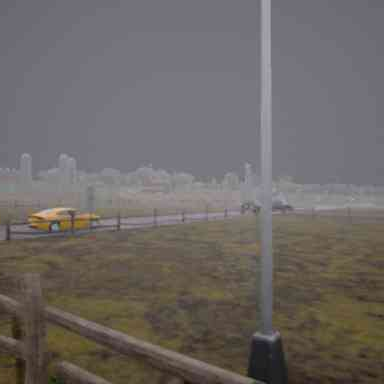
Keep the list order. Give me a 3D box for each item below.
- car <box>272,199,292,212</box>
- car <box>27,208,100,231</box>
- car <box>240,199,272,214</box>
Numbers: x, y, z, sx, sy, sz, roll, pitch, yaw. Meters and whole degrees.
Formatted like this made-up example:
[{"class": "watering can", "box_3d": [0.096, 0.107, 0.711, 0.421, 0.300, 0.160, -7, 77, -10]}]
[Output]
[{"class": "car", "box_3d": [14.864, 2.267, 55.490, 2.150, 2.045, 5.566, 2, 0, 36]}, {"class": "car", "box_3d": [-8.609, 1.822, 22.807, 1.882, 1.535, 5.008, 2, 0, 36]}, {"class": "car", "box_3d": [8.836, 2.078, 47.021, 2.150, 2.045, 5.566, 2, 0, 36]}]
